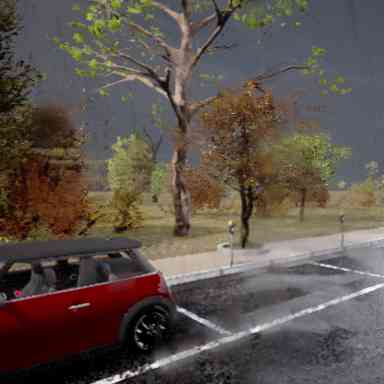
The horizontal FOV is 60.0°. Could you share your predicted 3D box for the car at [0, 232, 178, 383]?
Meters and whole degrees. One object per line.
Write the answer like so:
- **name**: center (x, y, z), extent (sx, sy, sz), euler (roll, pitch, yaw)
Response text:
- **car**: center (-2.298, 1.436, 4.448), extent (4.097, 1.590, 1.967), euler (0, 1, -36)
